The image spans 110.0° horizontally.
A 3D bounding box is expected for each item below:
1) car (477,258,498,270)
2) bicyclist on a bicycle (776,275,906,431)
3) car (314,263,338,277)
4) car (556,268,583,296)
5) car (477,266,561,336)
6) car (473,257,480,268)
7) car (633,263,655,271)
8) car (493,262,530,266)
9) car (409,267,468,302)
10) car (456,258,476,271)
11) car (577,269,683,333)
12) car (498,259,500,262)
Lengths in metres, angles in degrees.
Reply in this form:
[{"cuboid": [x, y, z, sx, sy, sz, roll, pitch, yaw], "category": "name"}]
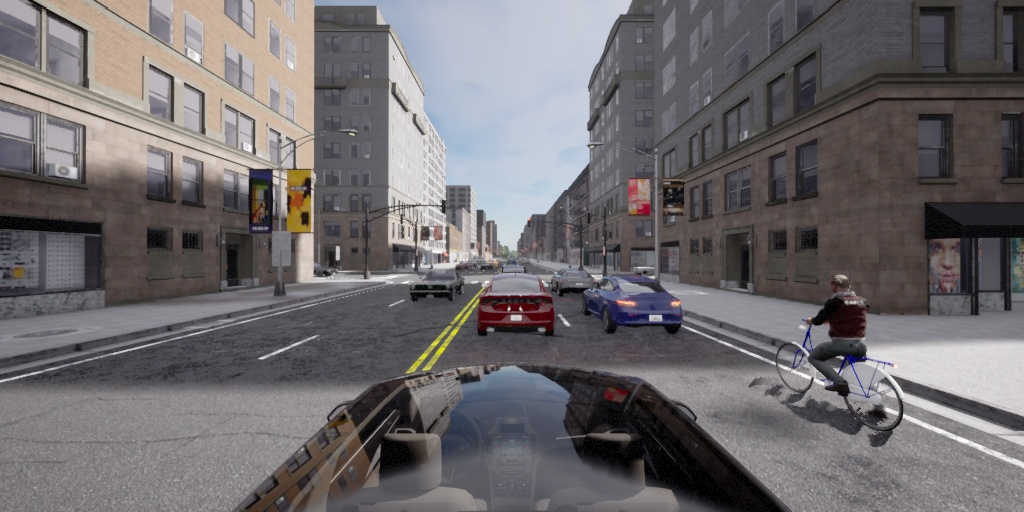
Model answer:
[{"cuboid": [-3.392, 1.368, 50.441, 1.895, 1.301, 4.718, 0, 0, 0], "category": "car"}, {"cuboid": [4.143, 1.121, 4.723, 0.659, 1.776, 1.843, 0, 0, 0], "category": "bicyclist on a bicycle"}, {"cuboid": [-19.673, 1.282, 34.346, 5.357, 1.411, 2.033, 0, 0, 0], "category": "car"}, {"cuboid": [3.233, 1.318, 19.216, 1.994, 1.385, 4.181, 0, 0, 0], "category": "car"}, {"cuboid": [0.093, 1.229, 10.477, 1.882, 1.535, 5.008, 0, 0, 0], "category": "car"}, {"cuboid": [-6.644, 1.275, 59.492, 1.837, 1.490, 4.892, 0, 0, 0], "category": "car"}, {"cuboid": [15.016, 1.410, 37.200, 4.718, 1.301, 1.895, 0, 0, 1], "category": "car"}, {"cuboid": [0.083, 1.259, 19.960, 1.837, 1.490, 4.892, 0, 0, 0], "category": "car"}, {"cuboid": [-3.419, 1.354, 17.050, 1.895, 1.301, 4.718, 0, 0, -1], "category": "car"}, {"cuboid": [-6.653, 1.368, 50.390, 1.895, 1.301, 4.718, 0, 0, 0], "category": "car"}, {"cuboid": [3.337, 1.277, 10.617, 1.812, 1.442, 4.674, 0, 0, 0], "category": "car"}, {"cuboid": [-3.391, 1.248, 59.833, 1.882, 1.535, 5.008, 0, 0, 0], "category": "car"}]
